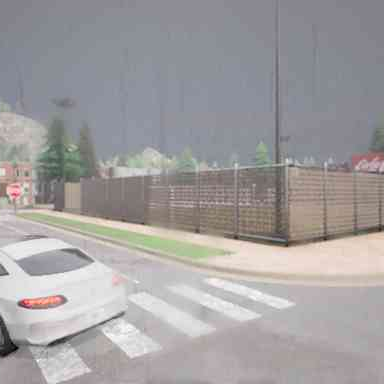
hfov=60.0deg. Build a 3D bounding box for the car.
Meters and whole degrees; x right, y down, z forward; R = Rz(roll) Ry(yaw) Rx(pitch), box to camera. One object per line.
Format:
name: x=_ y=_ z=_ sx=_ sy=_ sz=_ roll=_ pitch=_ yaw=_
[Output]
car: x=-3.170 y=1.533 z=5.976 sx=4.674 sy=1.442 sz=1.812 roll=0 pitch=2 yaw=37
